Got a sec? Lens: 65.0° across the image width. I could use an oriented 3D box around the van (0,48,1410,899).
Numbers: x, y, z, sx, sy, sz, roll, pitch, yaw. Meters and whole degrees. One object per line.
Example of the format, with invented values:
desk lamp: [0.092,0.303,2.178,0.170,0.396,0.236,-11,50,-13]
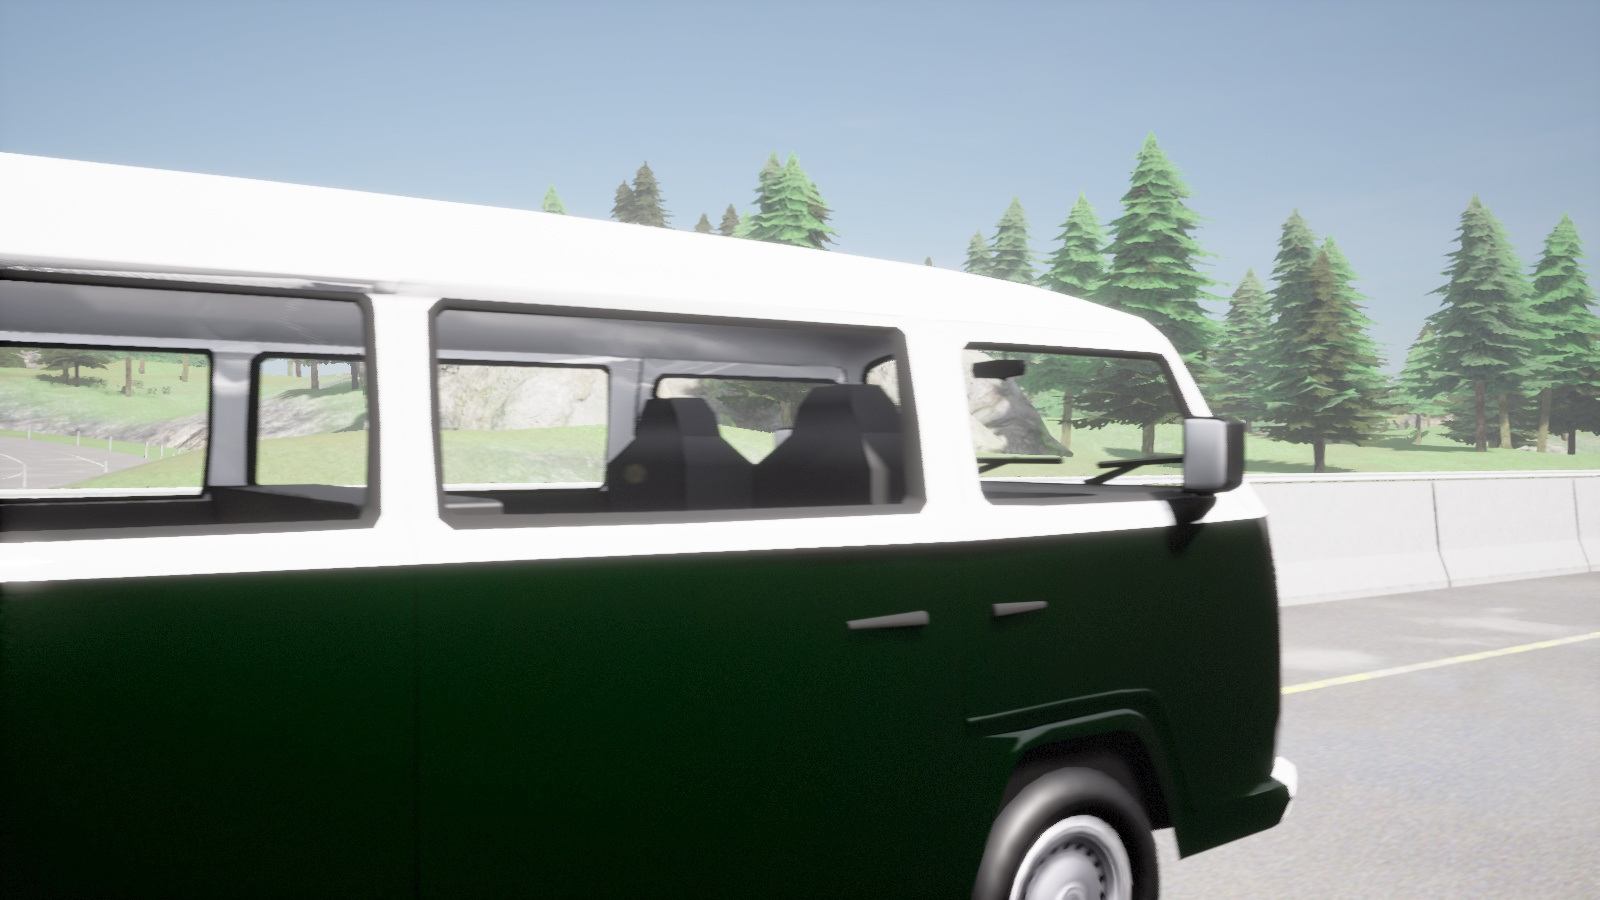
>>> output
van: [-0.677,0.480,3.188,4.480,2.038,2.069,0,0,-35]
